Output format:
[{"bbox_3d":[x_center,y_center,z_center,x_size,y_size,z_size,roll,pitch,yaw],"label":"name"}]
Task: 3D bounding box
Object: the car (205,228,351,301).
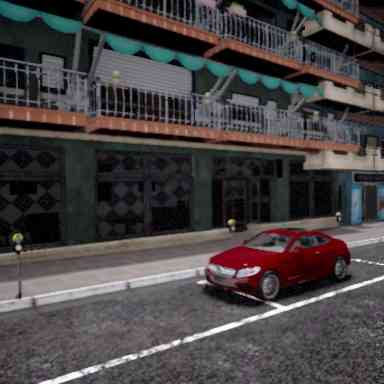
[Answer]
[{"bbox_3d":[2.257,1.567,8.185,4.206,1.307,1.802,0,-1,-35],"label":"car"}]
